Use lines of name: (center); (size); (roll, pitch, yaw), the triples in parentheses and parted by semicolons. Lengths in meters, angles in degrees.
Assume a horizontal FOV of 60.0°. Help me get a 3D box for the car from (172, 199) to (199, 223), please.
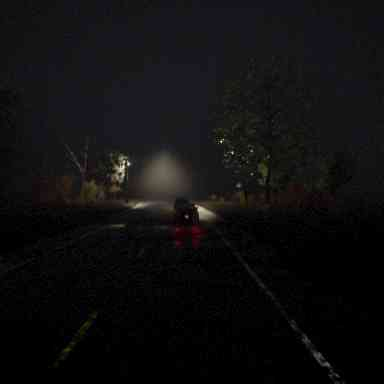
car: (-0.449, 1.528, 25.257); (1.812, 1.442, 4.674); (0, 0, -2)
